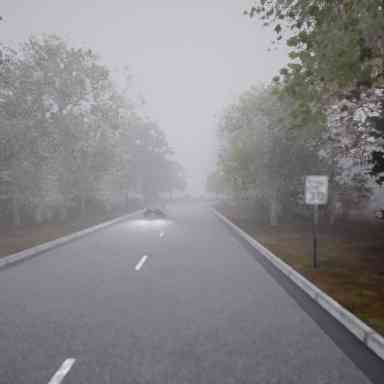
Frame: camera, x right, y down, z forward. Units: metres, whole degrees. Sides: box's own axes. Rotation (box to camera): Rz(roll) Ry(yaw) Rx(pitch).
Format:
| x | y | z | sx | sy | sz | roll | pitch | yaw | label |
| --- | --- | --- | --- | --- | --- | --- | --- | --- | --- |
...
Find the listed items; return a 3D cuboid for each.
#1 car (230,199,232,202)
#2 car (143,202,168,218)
| x | y | z | sx | sy | sz | roll | pitch | yaw | label |
| --- | --- | --- | --- | --- | --- | --- | --- | --- | --- |
| 10.383 | 1.575 | 70.212 | 4.892 | 1.490 | 1.837 | 1 | 3 | -5 | car |
| -3.348 | 1.631 | 30.729 | 1.895 | 1.301 | 4.718 | 0 | 0 | 0 | car |
